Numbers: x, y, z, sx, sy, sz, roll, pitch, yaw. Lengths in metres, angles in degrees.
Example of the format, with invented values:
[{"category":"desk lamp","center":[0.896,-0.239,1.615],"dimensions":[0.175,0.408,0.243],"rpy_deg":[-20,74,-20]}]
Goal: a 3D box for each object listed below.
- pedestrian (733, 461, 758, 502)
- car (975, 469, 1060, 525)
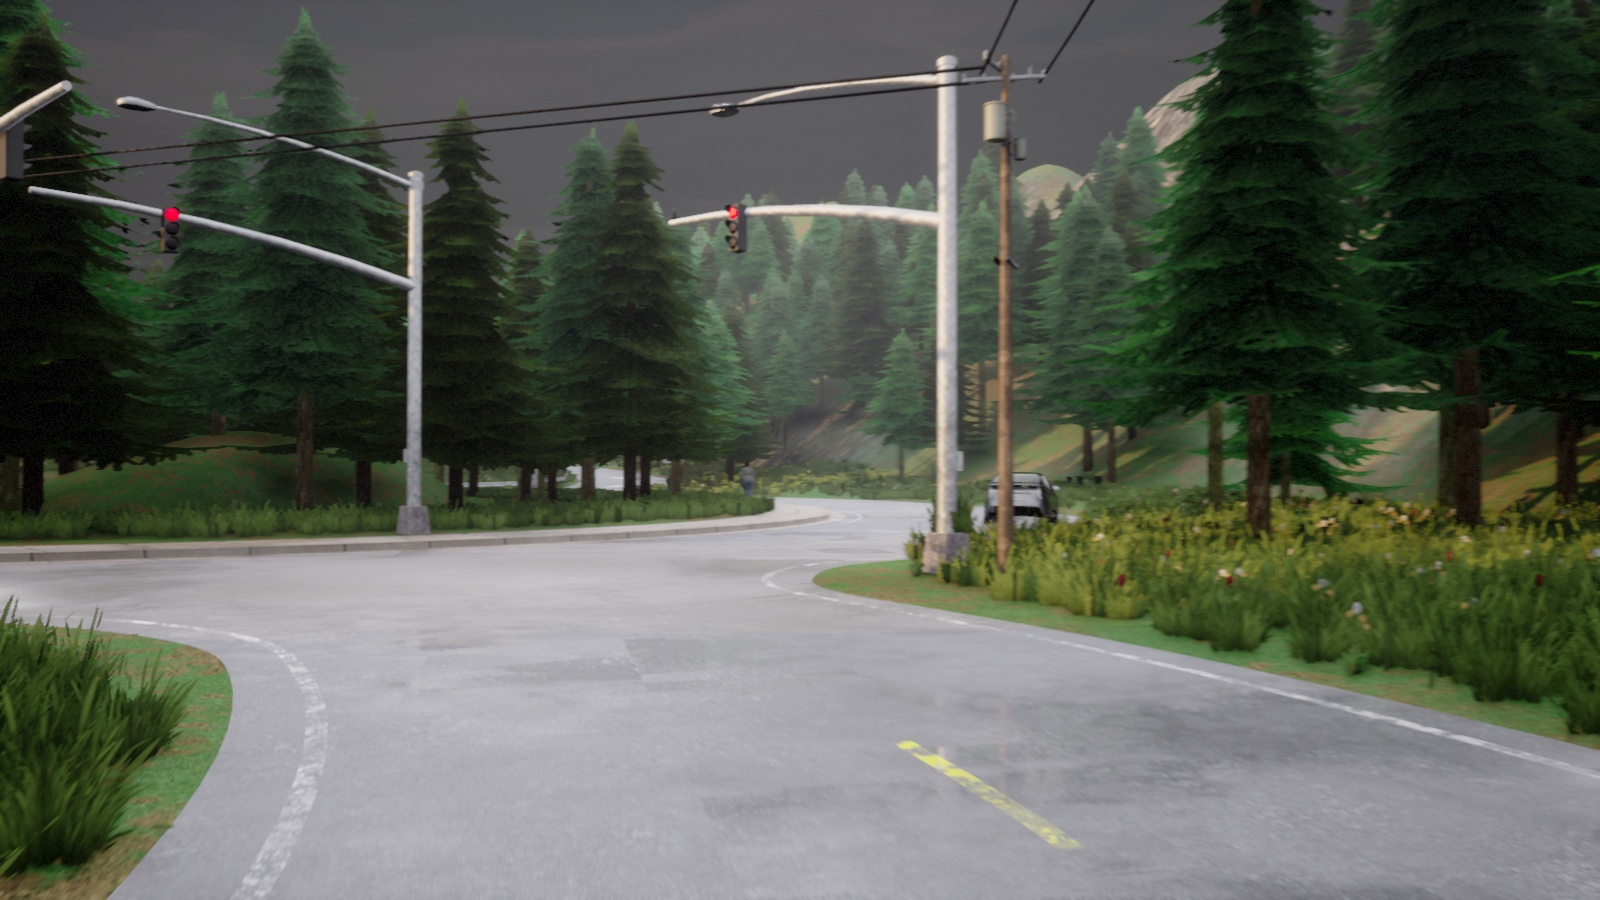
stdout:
[{"category":"pedestrian","center":[-2.466,1.416,56.703],"dimensions":[0.874,1.855,0.900],"rpy_deg":[0,-1,-19]},{"category":"car","center":[6.387,1.309,36.447],"dimensions":[2.007,1.525,4.514],"rpy_deg":[-1,-1,15]}]
